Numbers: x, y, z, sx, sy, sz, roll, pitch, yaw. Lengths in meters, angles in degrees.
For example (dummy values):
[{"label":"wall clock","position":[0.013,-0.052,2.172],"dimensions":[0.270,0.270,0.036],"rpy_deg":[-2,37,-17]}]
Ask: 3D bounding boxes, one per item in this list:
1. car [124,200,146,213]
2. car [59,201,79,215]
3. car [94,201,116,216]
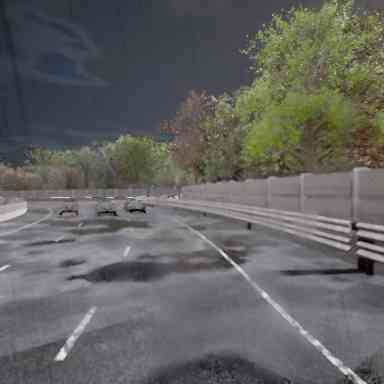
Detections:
[{"label":"car","position":[-6.519,1.613,37.601],"dimensions":[1.994,1.385,4.181],"rpy_deg":[-1,0,-18]},{"label":"car","position":[-13.291,1.671,36.027],"dimensions":[2.033,1.411,5.357],"rpy_deg":[-1,0,-21]},{"label":"car","position":[-8.796,1.623,33.707],"dimensions":[2.033,1.411,5.357],"rpy_deg":[-1,0,-19]}]
